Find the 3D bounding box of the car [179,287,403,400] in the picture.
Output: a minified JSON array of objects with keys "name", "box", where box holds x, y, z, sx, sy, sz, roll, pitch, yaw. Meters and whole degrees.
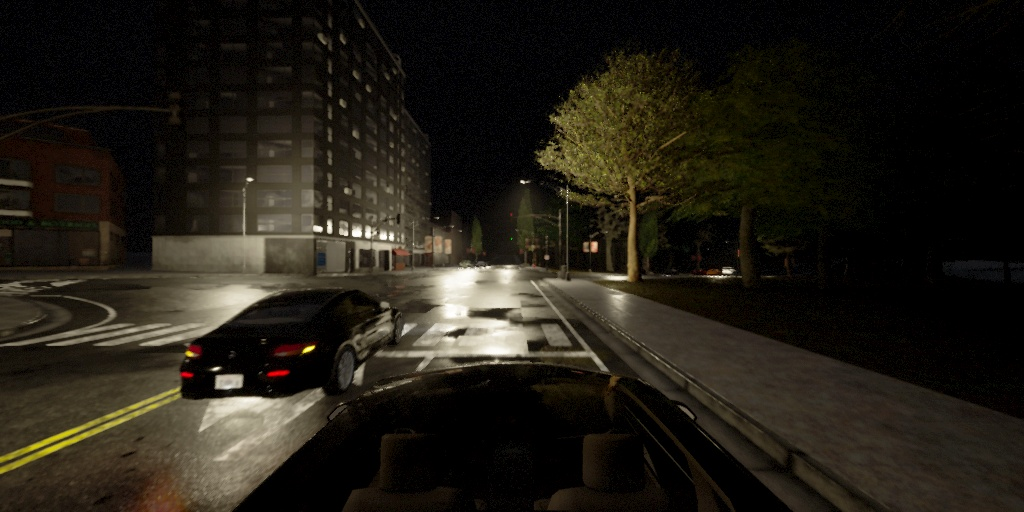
[{"name":"car","box":[-3.348,1.277,6.411,1.812,1.442,4.674,0,0,-3]}]
